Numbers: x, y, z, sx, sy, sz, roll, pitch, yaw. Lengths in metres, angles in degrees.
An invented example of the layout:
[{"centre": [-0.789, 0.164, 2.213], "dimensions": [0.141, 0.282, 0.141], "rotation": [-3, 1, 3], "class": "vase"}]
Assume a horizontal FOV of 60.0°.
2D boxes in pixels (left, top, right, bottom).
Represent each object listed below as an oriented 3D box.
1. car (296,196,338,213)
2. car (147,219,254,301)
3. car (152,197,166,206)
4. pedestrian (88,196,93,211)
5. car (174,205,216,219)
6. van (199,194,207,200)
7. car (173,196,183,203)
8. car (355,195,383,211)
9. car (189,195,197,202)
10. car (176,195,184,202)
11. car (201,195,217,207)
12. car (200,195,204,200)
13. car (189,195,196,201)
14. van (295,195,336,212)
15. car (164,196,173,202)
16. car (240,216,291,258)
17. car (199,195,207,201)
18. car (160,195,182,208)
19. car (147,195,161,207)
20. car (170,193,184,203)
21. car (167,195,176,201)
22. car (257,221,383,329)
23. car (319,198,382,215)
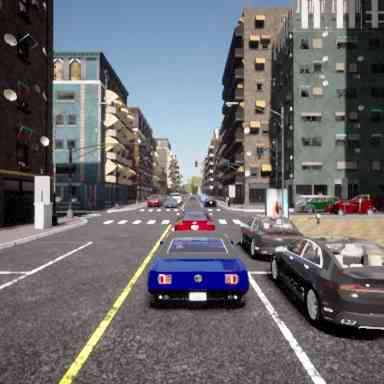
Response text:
[{"centre": [13.401, 1.265, 34.843], "dimensions": [4.553, 1.767, 2.097], "rotation": [0, -1, 1], "class": "car"}, {"centre": [0.115, 1.602, 8.245], "dimensions": [1.895, 1.301, 4.718], "rotation": [0, 0, 0], "class": "car"}, {"centre": [-5.572, 1.554, 56.251], "dimensions": [1.887, 1.381, 4.507], "rotation": [1, 0, 0], "class": "car"}, {"centre": [-12.451, 1.339, 40.618], "dimensions": [0.375, 1.860, 0.375], "rotation": [0, 0, 1], "class": "pedestrian"}, {"centre": [0.127, 1.566, 17.108], "dimensions": [1.994, 1.385, 4.181], "rotation": [0, 0, 0], "class": "car"}, {"centre": [2.853, 1.357, 78.480], "dimensions": [1.690, 1.788, 3.998], "rotation": [1, 0, 0], "class": "van"}, {"centre": [-2.878, 1.577, 68.548], "dimensions": [1.994, 1.385, 4.181], "rotation": [0, 0, 0], "class": "car"}, {"centre": [19.362, 1.220, 37.373], "dimensions": [5.009, 1.841, 2.192], "rotation": [0, 0, 1], "class": "car"}, {"centre": [0.152, 1.541, 79.672], "dimensions": [2.128, 1.511, 4.902], "rotation": [0, 0, 0], "class": "car"}, {"centre": [-2.849, 1.516, 78.957], "dimensions": [1.837, 1.490, 4.892], "rotation": [0, 0, 0], "class": "car"}, {"centre": [2.797, 1.574, 50.624], "dimensions": [1.947, 1.339, 4.313], "rotation": [1, 0, 0], "class": "car"}, {"centre": [2.808, 1.592, 56.195], "dimensions": [1.802, 1.307, 4.206], "rotation": [1, 0, 0], "class": "car"}, {"centre": [0.171, 1.543, 90.054], "dimensions": [1.812, 1.442, 4.674], "rotation": [0, 0, 0], "class": "car"}, {"centre": [13.835, 1.289, 37.423], "dimensions": [3.998, 1.788, 1.690], "rotation": [0, 0, 1], "class": "van"}, {"centre": [-5.529, 1.581, 78.535], "dimensions": [1.947, 1.339, 4.313], "rotation": [1, 0, 0], "class": "car"}, {"centre": [2.854, 1.552, 12.431], "dimensions": [2.008, 1.369, 4.403], "rotation": [1, 0, 0], "class": "car"}, {"centre": [2.872, 1.563, 89.621], "dimensions": [1.887, 1.381, 4.507], "rotation": [1, 0, 0], "class": "car"}, {"centre": [-3.009, 1.555, 48.605], "dimensions": [2.033, 1.411, 5.357], "rotation": [0, 0, 0], "class": "car"}, {"centre": [-5.579, 1.323, 50.680], "dimensions": [2.192, 1.841, 5.009], "rotation": [1, 0, 0], "class": "car"}, {"centre": [-2.966, 1.232, 58.606], "dimensions": [2.150, 2.045, 5.566], "rotation": [0, 0, 1], "class": "car"}, {"centre": [-5.508, 1.585, 89.677], "dimensions": [1.947, 1.339, 4.313], "rotation": [1, 0, 0], "class": "car"}, {"centre": [2.843, 1.551, 6.861], "dimensions": [2.008, 1.369, 4.403], "rotation": [1, 0, 0], "class": "car"}, {"centre": [13.758, 1.407, 29.041], "dimensions": [4.206, 1.307, 1.802], "rotation": [0, 0, 1], "class": "car"}]
